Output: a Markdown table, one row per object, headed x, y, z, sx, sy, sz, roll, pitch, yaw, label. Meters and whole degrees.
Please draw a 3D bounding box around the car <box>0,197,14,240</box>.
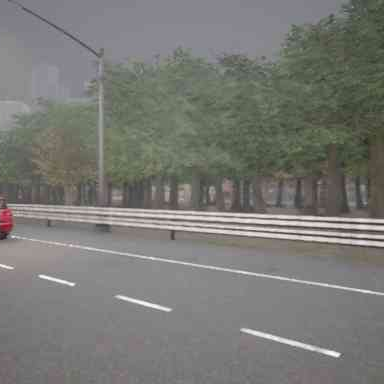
| x | y | z | sx | sy | sz | roll | pitch | yaw | label |
| --- | --- | --- | --- | --- | --- | --- | --- | --- | --- |
| -10.699 | 1.232 | 15.824 | 5.566 | 2.045 | 2.150 | 0 | 0 | 36 | car |
